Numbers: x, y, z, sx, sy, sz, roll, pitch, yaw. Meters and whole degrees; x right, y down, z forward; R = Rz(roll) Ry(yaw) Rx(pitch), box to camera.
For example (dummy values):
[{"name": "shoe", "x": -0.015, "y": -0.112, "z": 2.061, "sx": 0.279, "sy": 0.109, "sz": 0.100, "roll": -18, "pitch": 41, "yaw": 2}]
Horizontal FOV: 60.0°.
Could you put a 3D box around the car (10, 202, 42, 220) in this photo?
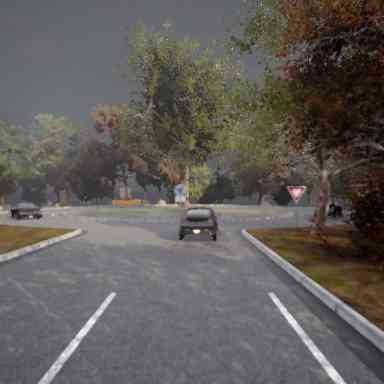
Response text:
[{"name": "car", "x": -14.558, "y": 1.613, "z": 28.965, "sx": 2.033, "sy": 1.411, "sz": 5.357, "roll": 0, "pitch": 0, "yaw": -36}]

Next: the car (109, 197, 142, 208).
[{"name": "car", "x": -10.361, "y": 1.596, "z": 51.879, "sx": 5.008, "sy": 1.535, "sz": 1.882, "roll": 0, "pitch": -1, "yaw": -30}]

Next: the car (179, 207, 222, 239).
[{"name": "car", "x": 0.463, "y": 1.545, "z": 17.554, "sx": 1.837, "sy": 1.490, "sz": 4.892, "roll": 0, "pitch": 0, "yaw": 6}]

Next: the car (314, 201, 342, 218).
[{"name": "car", "x": 12.693, "y": 1.562, "z": 30.958, "sx": 2.128, "sy": 1.511, "sz": 4.902, "roll": 0, "pitch": 0, "yaw": 31}]
